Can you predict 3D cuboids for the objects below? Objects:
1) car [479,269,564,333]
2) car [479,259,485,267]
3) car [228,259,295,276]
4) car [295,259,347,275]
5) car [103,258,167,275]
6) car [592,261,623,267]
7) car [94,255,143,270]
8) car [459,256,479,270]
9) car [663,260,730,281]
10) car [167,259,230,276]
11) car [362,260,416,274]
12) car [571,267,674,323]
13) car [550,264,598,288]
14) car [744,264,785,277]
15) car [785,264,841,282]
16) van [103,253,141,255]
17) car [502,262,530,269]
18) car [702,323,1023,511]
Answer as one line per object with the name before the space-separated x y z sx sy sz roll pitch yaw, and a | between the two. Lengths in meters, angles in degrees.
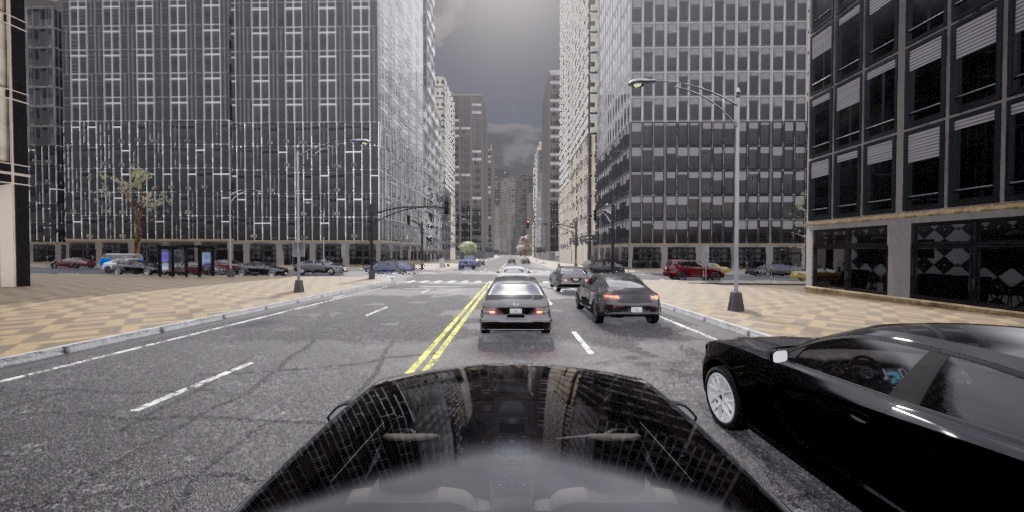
car | 0.098 1.295 10.650 2.033 1.411 5.357 0 0 0
car | -6.592 1.203 63.800 2.128 1.511 4.902 0 0 0
car | -22.745 1.178 32.663 4.313 1.339 1.948 0 0 1
car | -18.814 1.096 35.291 4.902 1.511 2.128 1 1 1
car | -34.110 1.074 32.965 4.313 1.339 1.948 0 0 1
car | 9.374 1.311 38.044 4.892 1.490 1.837 1 1 1
car | -37.960 0.956 35.680 4.674 1.442 1.812 1 1 2
car | -6.621 0.943 53.882 2.150 2.045 5.566 0 0 0
car | 16.180 1.273 32.153 5.009 1.841 2.192 0 0 1
car | -28.429 1.142 32.794 4.207 1.307 1.802 0 0 1
car | -13.120 1.152 38.383 5.357 1.411 2.033 1 1 1
car | 3.347 1.273 11.919 1.812 1.442 4.674 0 0 0
car | 3.344 1.291 21.330 2.033 1.411 5.357 0 0 0
car | 27.616 1.514 37.737 5.357 1.411 2.033 1 1 1
car | 27.629 1.583 31.962 4.829 1.417 1.751 0 0 1
van | -45.305 0.611 41.620 3.998 1.789 1.690 0 0 1
car | 0.092 1.269 20.241 1.812 1.442 4.674 0 0 0
car | 3.345 1.228 2.572 1.882 1.535 5.008 0 0 0
